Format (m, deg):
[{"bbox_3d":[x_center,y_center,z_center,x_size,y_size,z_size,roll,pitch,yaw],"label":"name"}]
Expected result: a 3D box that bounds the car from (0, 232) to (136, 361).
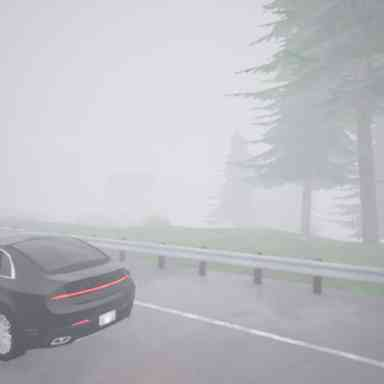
[{"bbox_3d":[-3.206,1.485,5.898,4.892,1.490,1.837,0,0,33],"label":"car"}]
